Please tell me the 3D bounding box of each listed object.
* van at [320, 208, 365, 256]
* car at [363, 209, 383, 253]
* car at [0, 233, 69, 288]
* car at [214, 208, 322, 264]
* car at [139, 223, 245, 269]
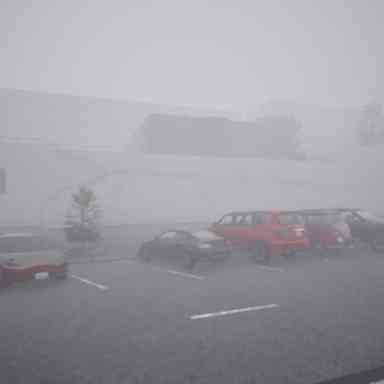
[{"bbox_3d":[5.281,1.859,15.729,1.878,1.987,4.442,1,-5,-40],"label":"van"},{"bbox_3d":[8.020,1.811,16.835,2.435,2.045,5.566,1,-5,-40],"label":"car"},{"bbox_3d":[-5.964,2.206,11.628,2.163,1.488,4.792,2,-5,-40],"label":"car"},{"bbox_3d":[2.381,1.870,14.798,2.435,2.045,5.566,1,-4,-40],"label":"car"},{"bbox_3d":[-0.386,2.181,13.721,2.002,1.452,4.674,1,-4,-40],"label":"car"}]
